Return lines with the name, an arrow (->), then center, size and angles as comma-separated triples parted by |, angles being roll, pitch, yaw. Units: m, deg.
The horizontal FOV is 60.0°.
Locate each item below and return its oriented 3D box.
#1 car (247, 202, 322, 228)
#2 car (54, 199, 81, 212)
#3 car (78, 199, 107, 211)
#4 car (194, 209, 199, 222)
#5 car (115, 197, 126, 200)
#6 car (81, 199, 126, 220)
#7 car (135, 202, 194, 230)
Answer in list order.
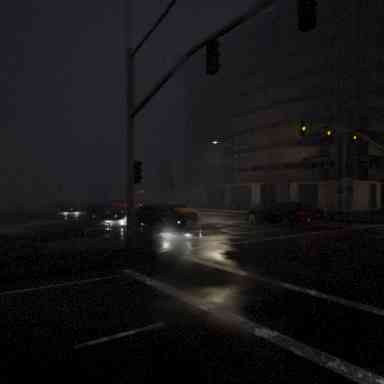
car -> 5.896, 1.548, 22.797 | 2.128, 1.511, 4.902 | 0, 0, -35
car -> -15.231, 1.603, 40.111 | 2.033, 1.411, 5.357 | 0, 0, -35
car -> -12.875, 1.603, 42.845 | 2.033, 1.411, 5.357 | 0, 0, -35
car -> -1.419, 1.533, 26.702 | 1.882, 1.535, 5.008 | 0, 0, -35
car -> -6.792, 1.407, 34.265 | 2.097, 1.767, 4.553 | 0, 0, -35
car -> -7.831, 1.603, 29.682 | 2.033, 1.411, 5.357 | 0, 0, -35
car -> -2.190, 1.560, 21.743 | 1.837, 1.490, 4.892 | 0, 0, -36
